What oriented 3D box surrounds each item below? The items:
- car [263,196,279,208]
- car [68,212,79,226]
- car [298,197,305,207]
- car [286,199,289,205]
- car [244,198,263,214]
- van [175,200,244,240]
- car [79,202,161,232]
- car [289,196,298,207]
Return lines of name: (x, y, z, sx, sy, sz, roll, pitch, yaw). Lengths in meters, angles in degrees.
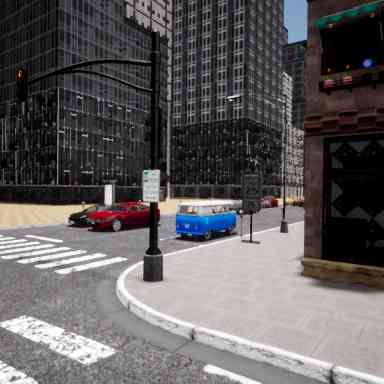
car: (10.086, 1.293, 44.415, 1.967, 1.590, 4.097, 1, 1, 35)
car: (-5.980, 1.467, 21.897, 1.947, 1.339, 4.313, 1, 1, 35)
car: (15.626, 1.429, 42.313, 2.128, 1.511, 4.902, 1, 1, 36)
car: (16.413, 1.364, 53.286, 1.752, 1.417, 4.829, 1, 1, 36)
car: (4.607, 1.460, 32.276, 2.033, 1.411, 5.357, 1, 1, 36)
van: (0.844, 1.368, 17.027, 1.690, 1.788, 3.998, 1, 1, 35)
car: (-3.993, 1.418, 20.215, 1.882, 1.535, 5.008, 1, 1, 34)
car: (16.249, 1.492, 48.425, 1.895, 1.301, 4.718, 1, 1, 35)
